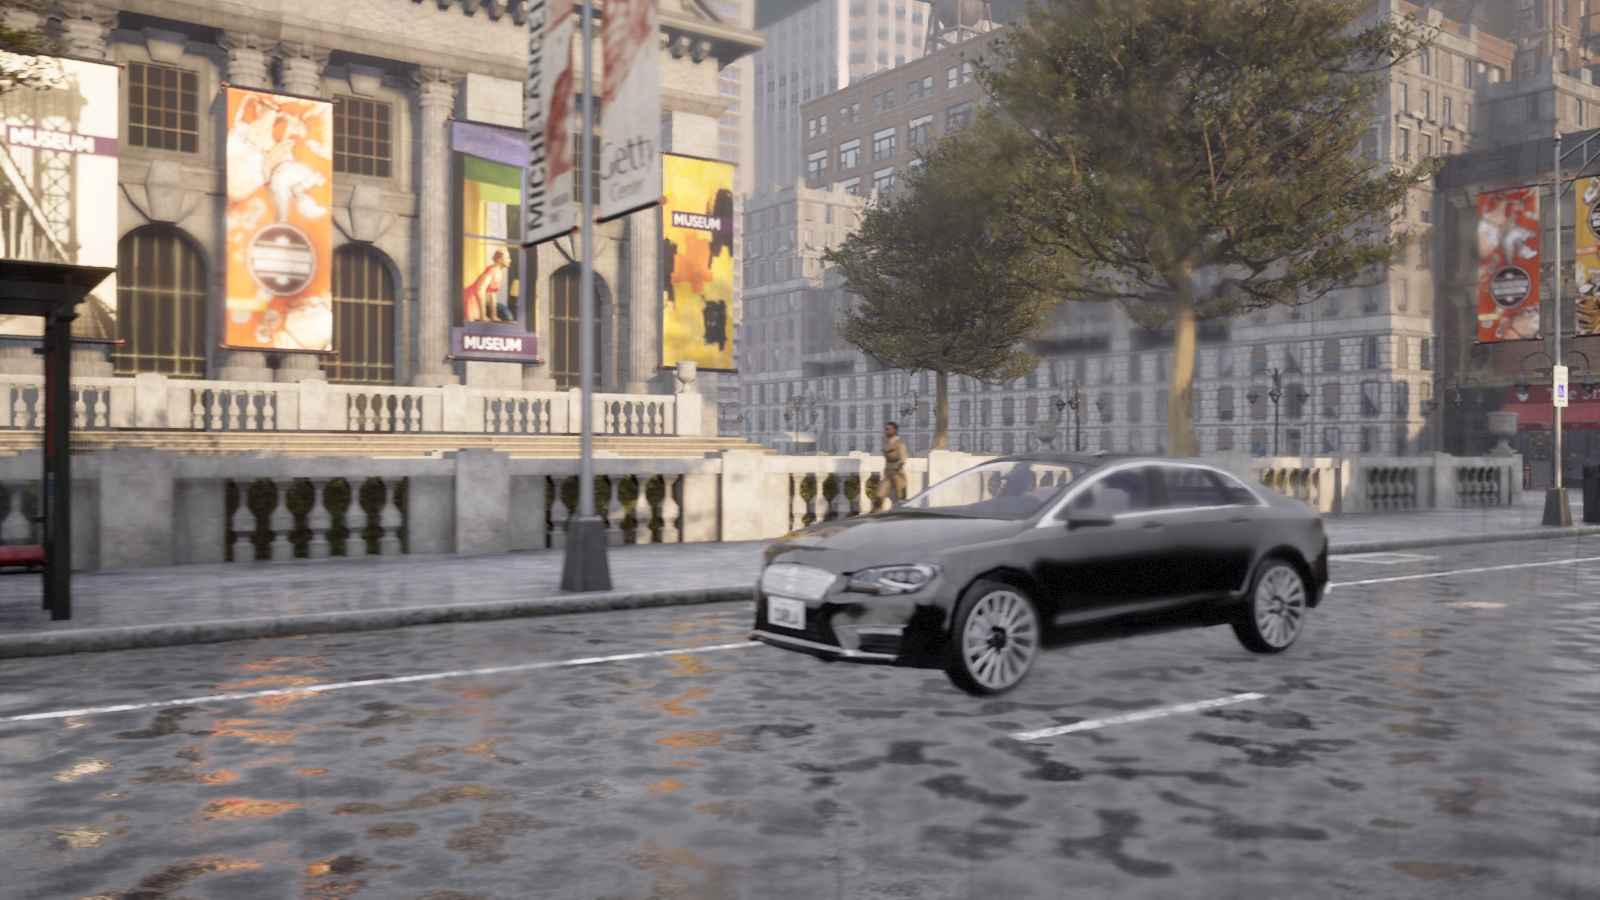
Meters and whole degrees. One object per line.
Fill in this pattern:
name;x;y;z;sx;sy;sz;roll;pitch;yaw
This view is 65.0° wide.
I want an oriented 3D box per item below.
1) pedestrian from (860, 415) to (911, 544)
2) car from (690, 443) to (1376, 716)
pedestrian;1.309;0.445;19.196;0.692;1.930;0.396;0;0;-40
car;1.856;0.720;9.221;4.902;1.511;2.128;0;0;-35
